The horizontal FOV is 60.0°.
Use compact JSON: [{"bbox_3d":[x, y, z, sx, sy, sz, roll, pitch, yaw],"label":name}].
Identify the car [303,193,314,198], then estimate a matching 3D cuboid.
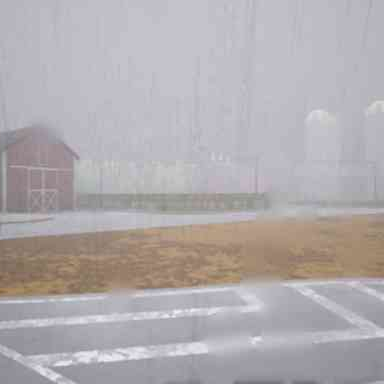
[{"bbox_3d":[30.486,1.741,86.576,2.242,1.667,4.611,0,0,35],"label":"car"}]
